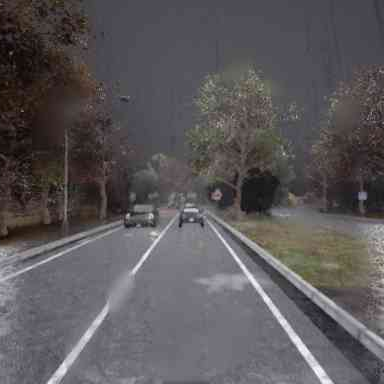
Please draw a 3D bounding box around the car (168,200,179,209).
[{"bbox_3d":[-3.516,2.421,64.522,2.097,1.767,4.553,0,-1,1],"label":"car"}]

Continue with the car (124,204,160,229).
[{"bbox_3d":[-3.479,1.628,23.873,2.097,1.767,4.553,0,-1,0],"label":"car"}]

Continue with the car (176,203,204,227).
[{"bbox_3d":[-0.041,1.842,25.711,1.812,1.442,4.674,0,-1,0],"label":"car"}]
